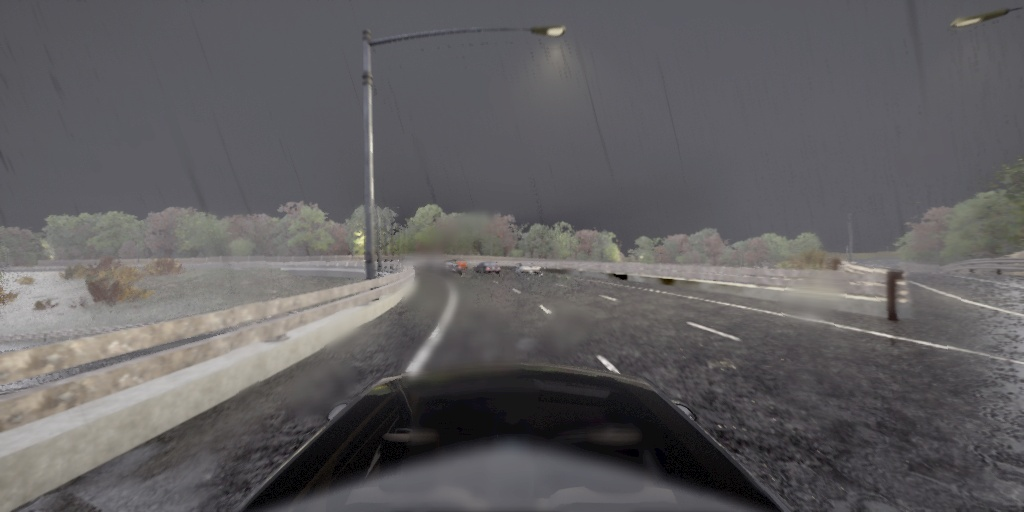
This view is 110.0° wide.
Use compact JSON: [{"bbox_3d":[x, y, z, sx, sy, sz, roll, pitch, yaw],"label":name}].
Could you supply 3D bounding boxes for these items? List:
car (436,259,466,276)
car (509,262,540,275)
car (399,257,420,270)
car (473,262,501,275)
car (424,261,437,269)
[{"bbox_3d":[-6.800,1.384,39.666,1.812,1.442,4.674,-1,0,-20],"label":"car"},{"bbox_3d":[1.219,1.314,38.171,1.895,1.301,4.718,-1,0,-19],"label":"car"},{"bbox_3d":[-17.355,1.262,60.373,2.150,2.045,5.566,-1,0,-33],"label":"car"},{"bbox_3d":[-2.766,1.332,39.136,2.033,1.411,5.357,-1,0,-21],"label":"car"},{"bbox_3d":[-13.151,1.512,60.330,2.033,1.411,5.357,-1,0,-32],"label":"car"}]
